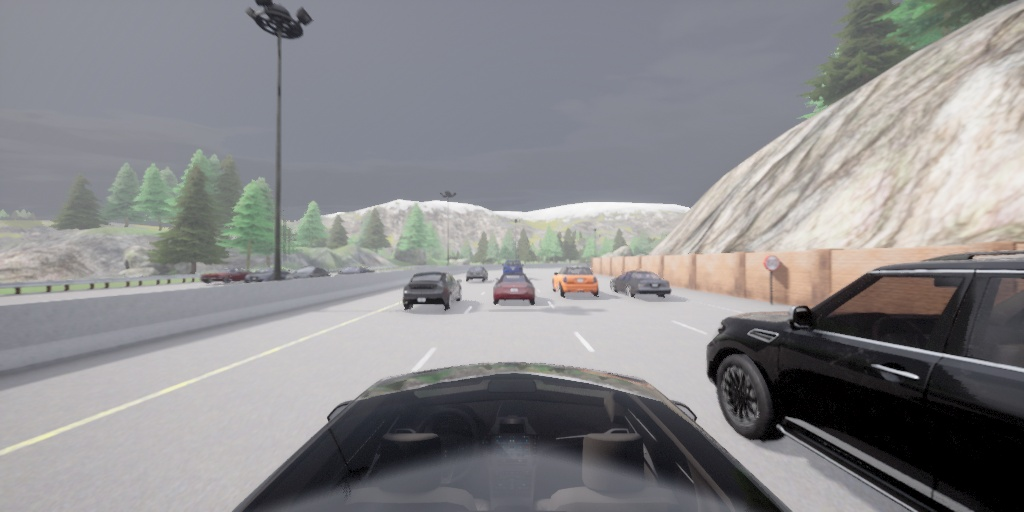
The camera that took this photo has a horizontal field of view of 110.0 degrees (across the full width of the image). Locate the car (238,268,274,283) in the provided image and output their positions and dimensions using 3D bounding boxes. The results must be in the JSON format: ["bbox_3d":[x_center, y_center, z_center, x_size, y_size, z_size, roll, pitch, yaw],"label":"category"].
[{"bbox_3d":[-21.093,1.703,31.303,1.994,1.385,4.181,0,-1,0],"label":"car"}]

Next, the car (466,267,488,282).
[{"bbox_3d":[-3.400,1.738,35.336,2.033,1.411,5.357,0,-1,0],"label":"car"}]

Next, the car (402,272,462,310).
[{"bbox_3d":[-3.400,1.441,15.917,1.837,1.490,4.892,0,-1,0],"label":"car"}]

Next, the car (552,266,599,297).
[{"bbox_3d":[3.600,1.354,21.040,2.097,1.767,4.553,0,-1,0],"label":"car"}]

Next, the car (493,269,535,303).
[{"bbox_3d":[0.099,1.528,18.077,1.994,1.385,4.181,0,-1,0],"label":"car"}]

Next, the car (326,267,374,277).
[{"bbox_3d":[-14.100,1.698,32.295,2.033,1.411,5.357,0,-1,0],"label":"car"}]

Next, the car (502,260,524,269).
[{"bbox_3d":[0.100,1.466,39.429,2.150,2.045,5.566,0,-1,0],"label":"car"}]

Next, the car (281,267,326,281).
[{"bbox_3d":[-17.594,1.663,31.216,1.812,1.442,4.674,0,-1,0],"label":"car"}]

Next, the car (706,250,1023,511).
[{"bbox_3d":[3.599,0.978,2.291,2.150,2.045,5.566,0,-1,0],"label":"car"}]

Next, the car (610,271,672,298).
[{"bbox_3d":[7.099,1.541,20.316,2.033,1.411,5.357,0,-1,0],"label":"car"}]

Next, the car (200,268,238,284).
[{"bbox_3d":[-24.596,1.742,31.467,1.895,1.301,4.718,0,-1,0],"label":"car"}]
